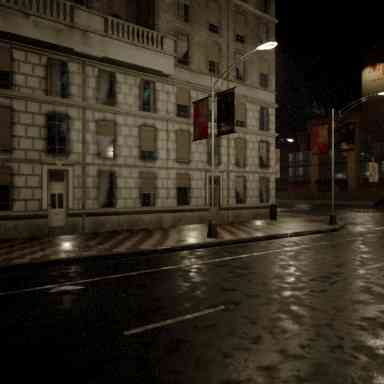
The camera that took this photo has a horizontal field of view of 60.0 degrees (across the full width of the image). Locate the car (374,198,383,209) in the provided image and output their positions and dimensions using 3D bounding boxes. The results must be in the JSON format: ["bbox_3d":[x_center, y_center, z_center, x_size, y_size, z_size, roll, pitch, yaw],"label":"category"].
[{"bbox_3d":[26.534,1.221,42.641,2.150,2.045,5.566,0,0,-37],"label":"car"}]

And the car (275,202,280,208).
[{"bbox_3d":[9.875,1.564,45.380,1.994,1.385,4.181,0,0,-36],"label":"car"}]
